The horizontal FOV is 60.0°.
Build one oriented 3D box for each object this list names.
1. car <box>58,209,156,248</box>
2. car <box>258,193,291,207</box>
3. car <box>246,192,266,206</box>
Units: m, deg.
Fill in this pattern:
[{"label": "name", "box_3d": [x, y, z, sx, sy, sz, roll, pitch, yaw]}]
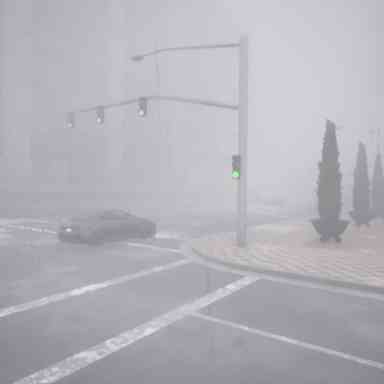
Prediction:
[{"label": "car", "box_3d": [-3.435, 1.400, 14.076, 1.994, 1.385, 4.181, 1, 1, 36]}, {"label": "car", "box_3d": [11.827, 1.230, 47.204, 2.128, 1.511, 4.902, 1, 0, 36]}, {"label": "car", "box_3d": [8.948, 1.191, 49.196, 1.837, 1.490, 4.892, 1, 0, 36]}]
